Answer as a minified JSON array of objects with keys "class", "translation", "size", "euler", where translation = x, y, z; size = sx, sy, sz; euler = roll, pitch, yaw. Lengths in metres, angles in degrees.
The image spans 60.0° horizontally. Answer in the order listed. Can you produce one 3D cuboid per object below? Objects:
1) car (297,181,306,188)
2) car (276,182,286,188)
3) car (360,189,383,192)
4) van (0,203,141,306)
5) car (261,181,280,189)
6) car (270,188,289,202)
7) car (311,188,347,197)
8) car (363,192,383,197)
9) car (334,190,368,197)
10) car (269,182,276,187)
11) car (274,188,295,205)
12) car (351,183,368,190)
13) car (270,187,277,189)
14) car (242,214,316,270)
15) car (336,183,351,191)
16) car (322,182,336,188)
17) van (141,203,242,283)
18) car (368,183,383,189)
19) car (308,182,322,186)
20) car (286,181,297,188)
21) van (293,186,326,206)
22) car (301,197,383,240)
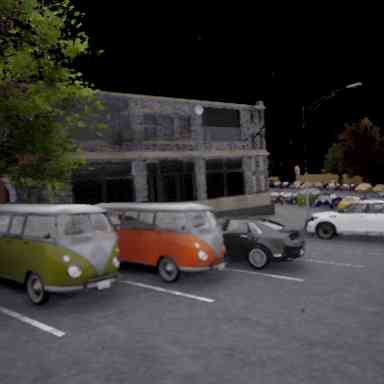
[{"class":"car","translation":[23.684,-1.213,66.754],"size":[1.946,1.575,5.366],"euler":[1,5,43]},{"class":"car","translation":[20.872,-1.447,71.889],"size":[2.097,1.535,5.008],"euler":[1,5,44]},{"class":"car","translation":[22.867,0.890,39.537],"size":[1.837,1.490,4.892],"euler":[-5,7,-30]},{"class":"van","translation":[-3.543,1.275,7.871],"size":[4.442,1.987,1.878],"euler":[-1,-2,35]},{"class":"car","translation":[18.281,-1.677,77.229],"size":[2.163,1.488,4.792],"euler":[1,5,44]},{"class":"car","translation":[12.439,0.730,48.661],"size":[2.002,1.452,4.674],"euler":[1,6,41]},{"class":"car","translation":[16.777,0.922,40.697],"size":[2.185,1.767,4.553],"euler":[0,6,40]},{"class":"car","translation":[19.625,1.321,35.441],"size":[2.163,1.488,4.792],"euler":[1,6,40]},{"class":"car","translation":[18.415,1.137,38.247],"size":[1.946,1.575,5.366],"euler":[0,6,40]},{"class":"car","translation":[19.544,-1.543,74.517],"size":[2.163,1.488,4.792],"euler":[2,6,44]},{"class":"car","translation":[13.867,0.811,46.003],"size":[2.231,1.521,4.892],"euler":[0,6,41]},{"class":"car","translation":[28.992,-0.700,56.023],"size":[1.946,1.575,5.366],"euler":[2,5,42]},{"class":"car","translation":[11.003,0.610,51.321],"size":[2.002,1.452,4.674],"euler":[0,6,42]},{"class":"car","translation":[1.329,1.563,11.381],"size":[4.892,1.521,2.231],"euler":[-1,-1,35]},{"class":"car","translation":[27.699,-0.790,58.767],"size":[2.002,1.452,4.674],"euler":[1,5,42]},{"class":"car","translation":[26.302,-0.910,61.375],"size":[2.002,1.452,4.674],"euler":[1,5,42]},{"class":"van","translation":[-1.058,1.305,9.602],"size":[4.442,1.987,1.878],"euler":[-1,-1,35]},{"class":"car","translation":[30.658,-0.610,53.711],"size":[1.946,1.575,5.366],"euler":[1,5,41]},{"class":"car","translation":[24.896,-1.196,63.962],"size":[2.185,1.767,4.553],"euler":[1,5,43]},{"class":"car","translation":[22.231,-1.448,69.262],"size":[2.185,1.767,4.553],"euler":[2,6,43]},{"class":"van","translation":[15.391,0.691,43.435],"size":[1.878,1.987,4.442],"euler":[0,6,41]},{"class":"car","translation":[8.743,1.401,16.580],"size":[5.566,2.045,2.435],"euler":[-1,-1,35]}]
